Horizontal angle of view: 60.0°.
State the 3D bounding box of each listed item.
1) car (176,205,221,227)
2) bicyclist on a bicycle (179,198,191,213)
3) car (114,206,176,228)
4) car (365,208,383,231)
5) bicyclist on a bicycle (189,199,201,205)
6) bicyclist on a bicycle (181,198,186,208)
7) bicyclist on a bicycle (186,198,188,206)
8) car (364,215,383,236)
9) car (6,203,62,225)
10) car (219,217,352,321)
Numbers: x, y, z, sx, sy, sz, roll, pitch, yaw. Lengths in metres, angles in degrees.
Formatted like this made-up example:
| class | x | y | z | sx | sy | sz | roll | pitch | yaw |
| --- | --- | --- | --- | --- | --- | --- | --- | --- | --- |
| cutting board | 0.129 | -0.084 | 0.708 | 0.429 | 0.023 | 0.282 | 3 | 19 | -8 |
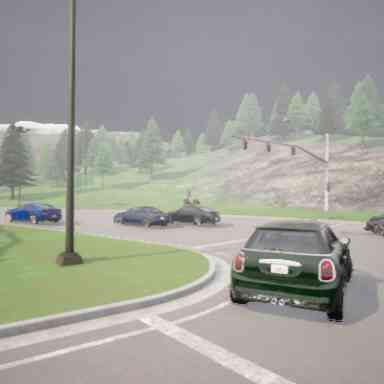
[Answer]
| class | x | y | z | sx | sy | sz | roll | pitch | yaw |
| --- | --- | --- | --- | --- | --- | --- | --- | --- | --- |
| car | 0.031 | 1.707 | 24.788 | 4.674 | 1.442 | 1.812 | 0 | -1 | 42 |
| bicyclist on a bicycle | -0.815 | 1.582 | 39.365 | 0.582 | 1.620 | 1.656 | 0 | 0 | 33 |
| car | -3.551 | 1.698 | 23.310 | 4.181 | 1.385 | 1.994 | 0 | -1 | 38 |
| car | 13.828 | 1.824 | 21.298 | 1.812 | 1.442 | 4.674 | 1 | -1 | -29 |
| bicyclist on a bicycle | 0.667 | 1.590 | 38.377 | 0.582 | 1.620 | 1.656 | 0 | 0 | 34 |
| bicyclist on a bicycle | -0.444 | 1.584 | 39.120 | 0.582 | 1.620 | 1.656 | 0 | 0 | 34 |
| bicyclist on a bicycle | 0.298 | 1.588 | 38.626 | 0.582 | 1.620 | 1.656 | 0 | 0 | 34 |
| car | 11.973 | 1.799 | 17.558 | 2.033 | 1.411 | 5.357 | 1 | -1 | -25 |
| car | -11.861 | 1.536 | 24.844 | 5.008 | 1.535 | 1.882 | 0 | -1 | 32 |
| car | 2.526 | 1.434 | 7.884 | 2.097 | 1.767 | 4.553 | 0 | -1 | 27 |
